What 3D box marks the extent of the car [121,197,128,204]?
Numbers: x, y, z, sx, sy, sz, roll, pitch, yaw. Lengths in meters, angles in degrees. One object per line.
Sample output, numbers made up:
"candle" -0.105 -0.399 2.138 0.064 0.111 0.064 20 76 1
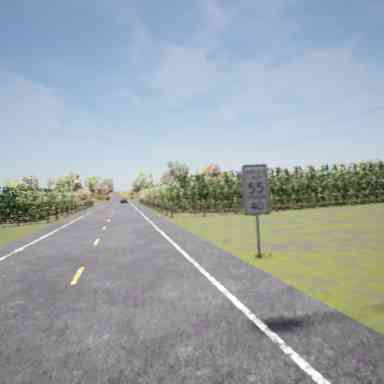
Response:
"car" -18.901 2.502 92.754 1.837 1.490 4.892 -3 0 -12
